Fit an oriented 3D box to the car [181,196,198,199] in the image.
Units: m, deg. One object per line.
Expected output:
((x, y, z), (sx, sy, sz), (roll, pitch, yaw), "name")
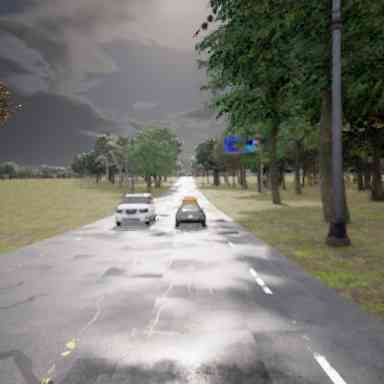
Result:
((-0.260, 1.160, 39.501), (1.882, 1.535, 5.008), (0, 1, 0), "car")

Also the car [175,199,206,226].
((-0.106, 1.446, 22.331), (1.994, 1.385, 4.181), (0, 1, 0), "car")

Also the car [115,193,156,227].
((-3.704, 1.127, 22.721), (2.150, 2.045, 5.566), (0, 0, -1), "car")
